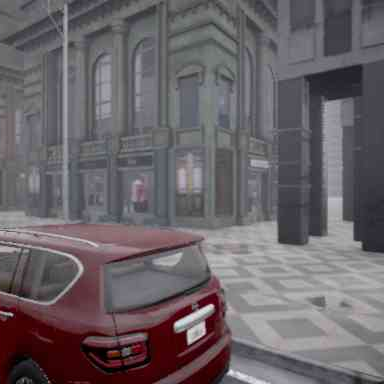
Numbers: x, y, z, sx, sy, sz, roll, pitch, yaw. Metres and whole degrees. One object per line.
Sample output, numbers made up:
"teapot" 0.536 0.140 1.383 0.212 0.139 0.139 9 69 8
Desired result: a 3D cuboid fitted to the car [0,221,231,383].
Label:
"car" -1.907 1.321 4.318 5.009 1.841 2.192 0 0 35
